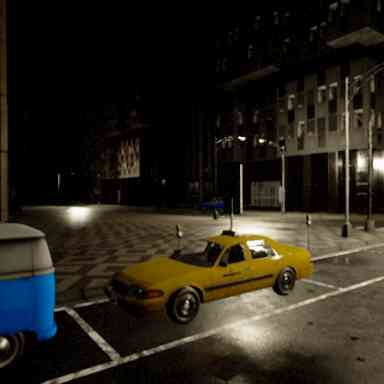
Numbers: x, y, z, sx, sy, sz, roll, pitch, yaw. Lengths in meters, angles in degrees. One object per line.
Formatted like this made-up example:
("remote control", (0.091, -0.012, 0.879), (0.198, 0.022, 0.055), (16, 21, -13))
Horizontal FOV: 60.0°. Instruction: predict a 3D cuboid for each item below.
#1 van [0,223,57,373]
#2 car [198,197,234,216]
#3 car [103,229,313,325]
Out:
("van", (-3.743, 1.342, 3.964), (3.998, 1.788, 1.690), (0, 0, -36))
("car", (2.999, 1.682, 39.350), (2.150, 2.045, 5.566), (0, -2, -36))
("car", (0.604, 1.522, 7.091), (4.829, 1.417, 1.752), (0, 0, -36))
